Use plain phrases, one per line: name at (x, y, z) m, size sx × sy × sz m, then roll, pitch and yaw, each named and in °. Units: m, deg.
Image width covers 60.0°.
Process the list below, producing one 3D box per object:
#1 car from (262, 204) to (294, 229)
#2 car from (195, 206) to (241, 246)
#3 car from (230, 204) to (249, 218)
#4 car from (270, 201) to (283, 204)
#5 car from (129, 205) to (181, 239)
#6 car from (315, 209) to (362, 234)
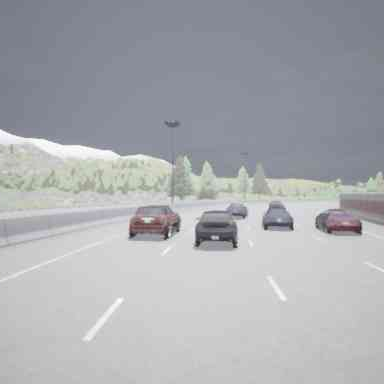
car at (5.908, 1.765, 23.215) m, size 1.994 × 1.385 × 4.181 m, roll 0°, pitch 0°, yaw 10°
car at (1.240, 1.635, 15.975) m, size 1.837 × 1.490 × 4.892 m, roll 0°, pitch 0°, yaw 7°
car at (4.560, 1.841, 33.418) m, size 1.994 × 1.385 × 4.181 m, roll 0°, pitch 0°, yaw 14°
car at (10.387, 1.859, 40.897) m, size 1.837 × 1.490 × 4.892 m, roll 0°, pitch 0°, yaw 18°
car at (-1.927, 1.494, 18.625) m, size 2.097 × 1.767 × 4.553 m, roll 0°, pitch 0°, yaw 7°
car at (9.014, 1.754, 20.773) m, size 1.994 × 1.385 × 4.181 m, roll 0°, pitch 0°, yaw 9°
